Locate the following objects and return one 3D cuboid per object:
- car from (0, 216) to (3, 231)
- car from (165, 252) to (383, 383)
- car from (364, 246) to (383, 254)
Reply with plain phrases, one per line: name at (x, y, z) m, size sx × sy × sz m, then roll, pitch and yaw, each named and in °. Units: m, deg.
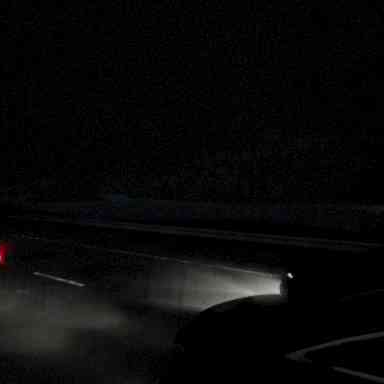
car at (-11.035, 1.378, 16.066) m, size 4.902 × 1.511 × 2.128 m, roll 0°, pitch 0°, yaw 35°
car at (1.979, 1.485, 2.475) m, size 4.902 × 1.511 × 2.128 m, roll 0°, pitch 0°, yaw 36°
car at (3.648, 1.547, 5.581) m, size 4.181 × 1.385 × 1.994 m, roll 0°, pitch 0°, yaw 36°
